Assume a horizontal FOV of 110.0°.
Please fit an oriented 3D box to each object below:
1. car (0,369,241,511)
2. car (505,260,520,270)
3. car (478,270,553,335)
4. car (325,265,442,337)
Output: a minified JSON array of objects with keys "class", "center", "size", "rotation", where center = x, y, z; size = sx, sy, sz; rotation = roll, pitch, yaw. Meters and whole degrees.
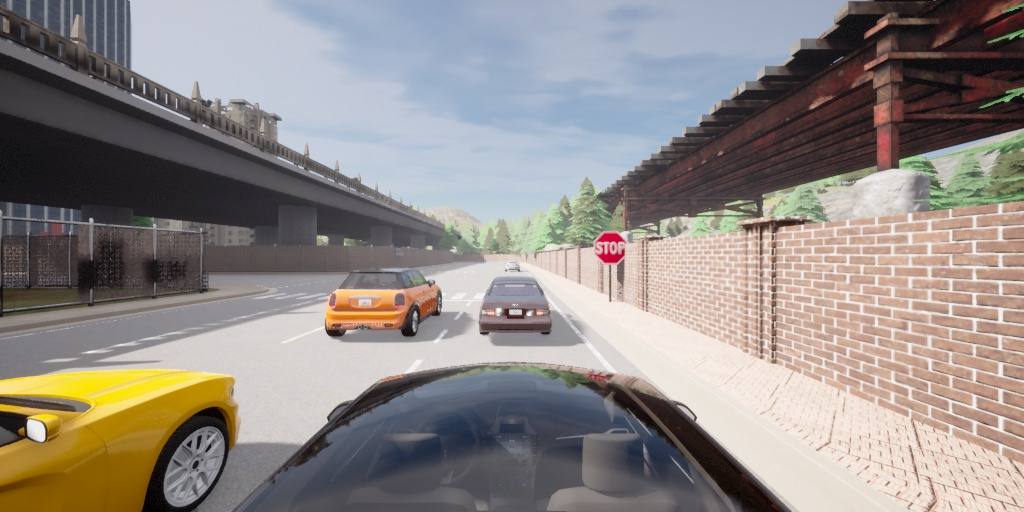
[{"class":"car","center":[-3.398,1.228,1.213],"size":[1.882,1.535,5.008],"rotation":[0,0,0]},{"class":"car","center":[0.059,1.276,46.357],"size":[1.812,1.442,4.674],"rotation":[0,0,-1]},{"class":"car","center":[0.077,1.297,10.494],"size":[2.033,1.411,5.357],"rotation":[0,0,0]},{"class":"car","center":[-3.425,1.102,10.471],"size":[2.097,1.767,4.553],"rotation":[0,0,0]}]
